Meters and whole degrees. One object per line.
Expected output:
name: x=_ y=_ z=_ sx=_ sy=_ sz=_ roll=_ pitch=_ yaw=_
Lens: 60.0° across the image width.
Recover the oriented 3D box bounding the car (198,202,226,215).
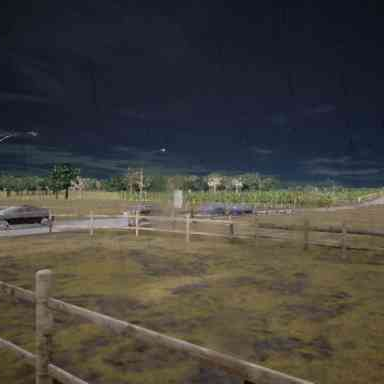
car: x=2.799 y=2.214 z=45.791 sx=2.097 sy=1.767 sz=4.553 roll=1 pitch=-1 yaw=36

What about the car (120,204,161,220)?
car: x=-5.264 y=2.010 z=34.413 sx=2.128 sy=1.511 sz=4.902 roll=1 pitch=-1 yaw=35

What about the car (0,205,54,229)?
car: x=-12.524 y=1.745 z=24.117 sx=1.837 sy=1.490 sz=4.892 roll=1 pitch=0 yaw=35

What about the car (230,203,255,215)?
car: x=7.102 y=2.346 z=46.829 sx=2.097 sy=1.767 sz=4.553 roll=1 pitch=-1 yaw=35
